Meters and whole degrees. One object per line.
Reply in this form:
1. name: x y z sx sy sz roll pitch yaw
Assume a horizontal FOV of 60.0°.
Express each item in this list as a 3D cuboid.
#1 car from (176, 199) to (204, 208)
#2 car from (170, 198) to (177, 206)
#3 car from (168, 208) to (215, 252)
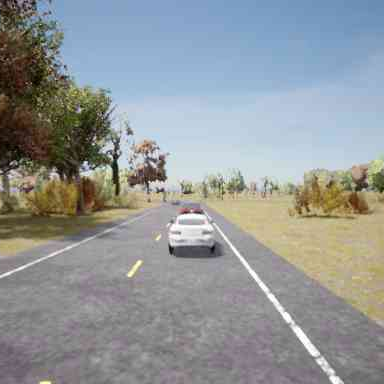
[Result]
1. car: -0.011 1.610 29.069 2.097 1.767 4.553 0 -1 0
2. car: -3.533 2.134 70.960 2.128 1.511 4.902 0 0 0
3. car: -0.001 1.656 14.380 1.812 1.442 4.674 0 0 0
